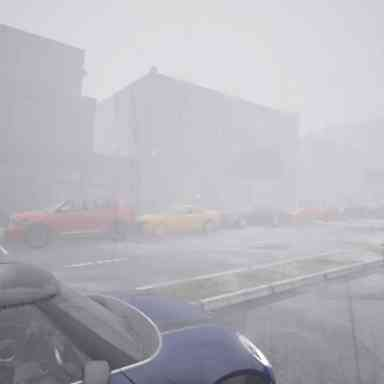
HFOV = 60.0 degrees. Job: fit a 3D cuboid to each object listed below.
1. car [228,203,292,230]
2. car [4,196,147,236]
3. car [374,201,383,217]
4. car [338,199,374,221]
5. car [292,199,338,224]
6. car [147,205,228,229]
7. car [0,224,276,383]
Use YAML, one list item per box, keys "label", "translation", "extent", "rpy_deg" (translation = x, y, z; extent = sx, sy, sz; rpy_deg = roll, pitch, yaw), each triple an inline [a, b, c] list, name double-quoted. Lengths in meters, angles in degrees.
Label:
- label: "car"
  translation: [3.724, 1.471, 21.250]
  extent: [4.892, 1.521, 2.231]
  rpy_deg: [0, 0, -36]
- label: "car"
  translation: [-5.180, 1.204, 14.861]
  extent: [5.566, 2.045, 2.435]
  rpy_deg: [0, 0, -36]
- label: "car"
  translation: [17.291, 1.531, 30.982]
  extent: [4.674, 1.452, 2.002]
  rpy_deg: [0, 0, -36]
- label: "car"
  translation: [12.724, 1.358, 27.705]
  extent: [4.553, 1.767, 2.185]
  rpy_deg: [0, 0, -36]
- label: "car"
  translation: [8.234, 1.351, 24.485]
  extent: [4.553, 1.767, 2.185]
  rpy_deg: [0, 0, -36]
- label: "car"
  translation: [-0.766, 1.462, 18.029]
  extent: [5.008, 1.535, 2.097]
  rpy_deg: [0, 0, -36]
- label: "car"
  translation: [-1.458, 1.352, 2.398]
  extent: [4.553, 1.767, 2.097]
  rpy_deg: [0, 0, -36]
